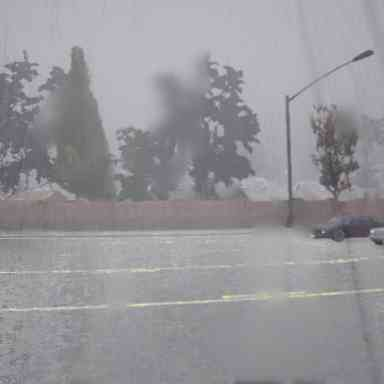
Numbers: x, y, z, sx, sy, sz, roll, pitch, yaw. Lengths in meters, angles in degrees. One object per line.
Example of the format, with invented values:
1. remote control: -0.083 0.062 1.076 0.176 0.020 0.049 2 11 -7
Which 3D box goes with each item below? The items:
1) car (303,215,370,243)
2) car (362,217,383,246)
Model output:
1. car: 9.010 2.014 19.002 5.357 1.411 2.033 0 -2 -21
2. car: 10.874 1.963 16.044 4.718 1.301 1.895 0 -2 -23
